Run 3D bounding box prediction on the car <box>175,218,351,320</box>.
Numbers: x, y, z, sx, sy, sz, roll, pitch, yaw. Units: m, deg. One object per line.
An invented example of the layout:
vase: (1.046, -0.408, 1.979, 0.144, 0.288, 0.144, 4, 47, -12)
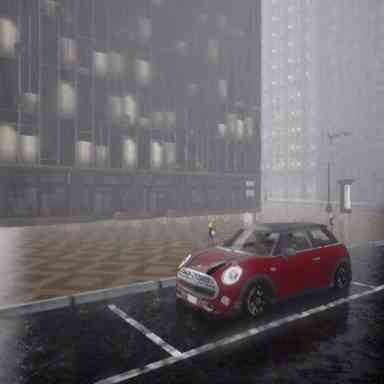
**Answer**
car: (1.624, 1.437, 7.255, 4.097, 1.590, 1.967, 0, 0, -35)
